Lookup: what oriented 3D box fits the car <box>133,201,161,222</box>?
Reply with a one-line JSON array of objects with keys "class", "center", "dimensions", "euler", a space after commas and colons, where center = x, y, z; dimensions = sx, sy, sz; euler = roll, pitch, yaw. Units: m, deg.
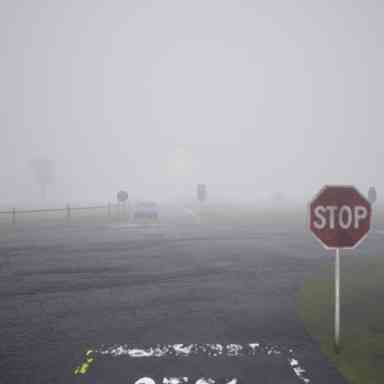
[{"class": "car", "center": [-3.539, 1.500, 26.616], "dimensions": [1.882, 1.535, 5.008], "euler": [0, 0, -3]}]
